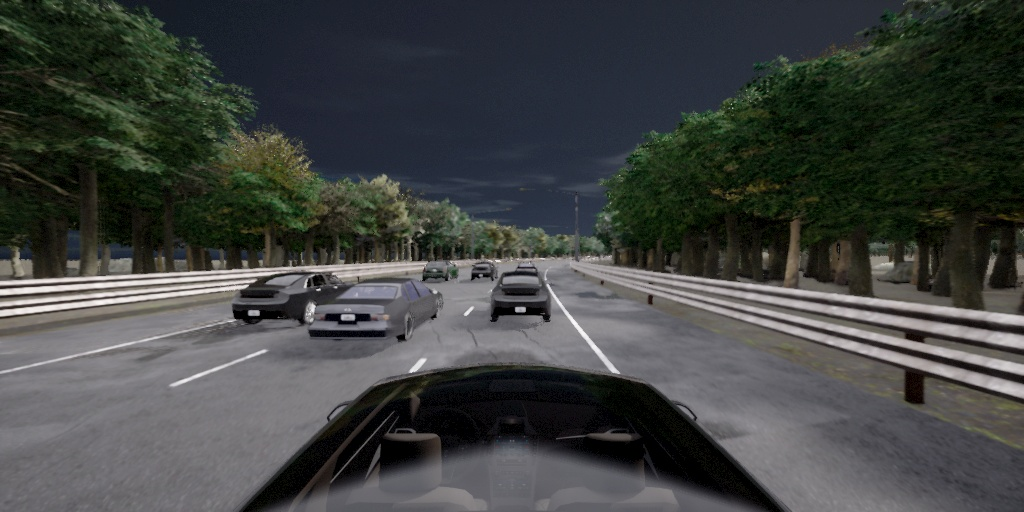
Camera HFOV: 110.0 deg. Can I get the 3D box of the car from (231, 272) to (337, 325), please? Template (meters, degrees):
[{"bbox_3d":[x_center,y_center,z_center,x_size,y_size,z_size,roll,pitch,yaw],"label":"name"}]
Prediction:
[{"bbox_3d":[-6.716,1.256,11.833,1.837,1.490,4.892,0,0,1],"label":"car"}]

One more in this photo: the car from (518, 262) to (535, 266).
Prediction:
[{"bbox_3d":[1.261,1.276,30.717,2.128,1.511,4.902,0,0,4],"label":"car"}]

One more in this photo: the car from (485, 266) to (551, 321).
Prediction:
[{"bbox_3d":[0.316,1.266,12.517,1.837,1.490,4.892,0,0,2],"label":"car"}]

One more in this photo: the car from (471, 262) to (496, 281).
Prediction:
[{"bbox_3d":[-2.265,1.284,30.479,1.837,1.490,4.892,0,0,4],"label":"car"}]

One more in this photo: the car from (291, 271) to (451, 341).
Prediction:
[{"bbox_3d":[-3.281,1.301,9.810,2.033,1.411,5.357,0,0,1],"label":"car"}]

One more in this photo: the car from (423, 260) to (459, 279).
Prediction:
[{"bbox_3d":[-5.822,1.126,29.738,2.097,1.767,4.553,0,0,4],"label":"car"}]
